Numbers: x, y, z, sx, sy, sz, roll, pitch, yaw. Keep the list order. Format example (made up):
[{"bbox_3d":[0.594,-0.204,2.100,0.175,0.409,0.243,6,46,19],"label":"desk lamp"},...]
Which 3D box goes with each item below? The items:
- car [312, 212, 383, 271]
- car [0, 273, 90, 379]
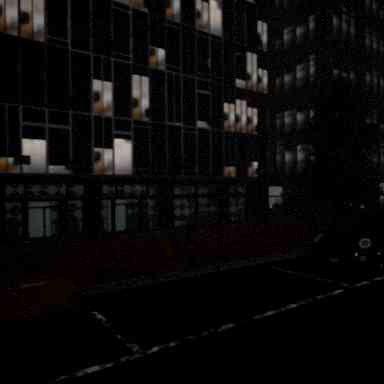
[{"bbox_3d":[5.643,1.398,10.590,4.097,1.590,1.967,0,0,-35],"label":"car"},{"bbox_3d":[-3.752,1.530,3.894,4.829,1.417,1.752,0,0,-35],"label":"car"}]
